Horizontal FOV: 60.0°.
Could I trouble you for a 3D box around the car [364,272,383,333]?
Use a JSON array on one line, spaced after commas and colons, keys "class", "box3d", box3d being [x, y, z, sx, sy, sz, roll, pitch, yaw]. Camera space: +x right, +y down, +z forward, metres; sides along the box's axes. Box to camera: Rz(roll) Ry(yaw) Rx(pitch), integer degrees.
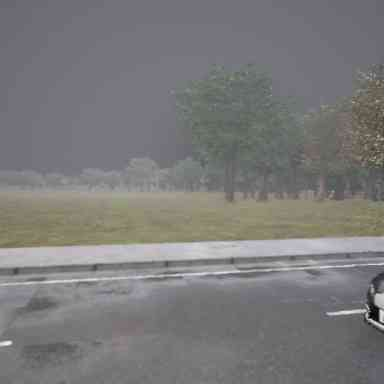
[{"class": "car", "box3d": [5.057, 1.469, 5.023, 4.902, 1.511, 2.128, 0, 1, -13]}]
